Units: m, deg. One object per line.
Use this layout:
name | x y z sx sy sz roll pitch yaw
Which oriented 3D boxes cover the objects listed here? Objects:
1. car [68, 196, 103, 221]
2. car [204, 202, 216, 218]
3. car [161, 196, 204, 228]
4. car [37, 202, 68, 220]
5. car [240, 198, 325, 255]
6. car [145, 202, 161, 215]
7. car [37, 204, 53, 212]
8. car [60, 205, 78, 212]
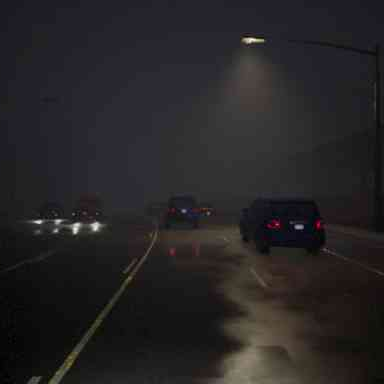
car | -9.030 1.387 29.147 2.150 2.045 5.566 0 -1 -11
car | 1.033 1.763 33.056 1.837 1.490 4.892 0 -1 -12
car | -0.826 1.304 23.158 2.150 2.045 5.566 0 -1 -7
car | -12.962 1.707 30.768 1.837 1.490 4.892 1 -2 -13
car | 3.449 1.256 13.665 2.150 2.045 5.566 0 0 -2
car | -4.590 1.989 40.899 2.128 1.511 4.902 0 -2 -16
car | -30.066 3.275 67.963 1.812 1.442 4.674 1 -3 -41
car | -24.954 3.304 67.227 2.033 1.411 5.357 1 -3 -36
